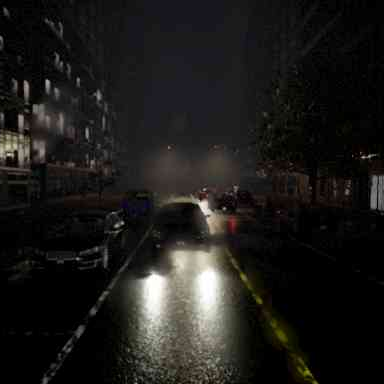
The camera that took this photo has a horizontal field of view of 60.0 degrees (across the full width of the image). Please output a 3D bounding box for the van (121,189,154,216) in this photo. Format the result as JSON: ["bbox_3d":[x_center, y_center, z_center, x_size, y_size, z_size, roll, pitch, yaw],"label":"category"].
[{"bbox_3d":[-3.314,0.718,20.993,1.690,1.788,3.998,0,2,-2],"label":"van"}]

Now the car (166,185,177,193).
[{"bbox_3d":[-4.710,-0.632,72.190,1.887,1.381,4.507,0,2,-2],"label":"car"}]

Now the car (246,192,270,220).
[{"bbox_3d":[5.062,0.951,21.224,2.008,1.369,4.403,0,2,-2],"label":"car"}]

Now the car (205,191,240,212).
[{"bbox_3d":[2.291,0.842,26.245,1.895,1.301,4.718,0,2,-1],"label":"car"}]

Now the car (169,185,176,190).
[{"bbox_3d":[-5.175,-1.165,89.254,1.887,1.381,4.507,0,2,-2],"label":"car"}]

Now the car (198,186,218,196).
[{"bbox_3d":[1.857,0.317,42.480,1.994,1.385,4.181,0,2,-1],"label":"car"}]

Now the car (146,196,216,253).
[{"bbox_3d":[-0.383,1.125,12.115,1.882,1.535,5.008,0,2,-1],"label":"car"}]

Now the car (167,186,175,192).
[{"bbox_3d":[-4.865,-0.772,77.880,1.802,1.307,4.206,0,2,-2],"label":"car"}]

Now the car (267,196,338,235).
[{"bbox_3d":[5.218,1.118,15.536,2.008,1.369,4.403,0,2,-2],"label":"car"}]

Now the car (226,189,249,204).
[{"bbox_3d":[4.753,0.499,32.596,1.967,1.590,4.097,0,2,-2],"label":"car"}]

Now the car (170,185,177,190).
[{"bbox_3d":[-5.331,-1.323,94.942,1.947,1.339,4.313,0,2,-2],"label":"car"}]

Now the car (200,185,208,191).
[{"bbox_3d":[3.202,-1.121,89.476,1.947,1.339,4.313,0,2,-2],"label":"car"}]

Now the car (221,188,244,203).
[{"bbox_3d":[4.598,0.328,38.284,1.967,1.590,4.097,0,2,-2],"label":"car"}]

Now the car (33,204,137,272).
[{"bbox_3d":[-3.005,1.261,9.622,2.008,1.369,4.403,0,2,-2],"label":"car"}]
